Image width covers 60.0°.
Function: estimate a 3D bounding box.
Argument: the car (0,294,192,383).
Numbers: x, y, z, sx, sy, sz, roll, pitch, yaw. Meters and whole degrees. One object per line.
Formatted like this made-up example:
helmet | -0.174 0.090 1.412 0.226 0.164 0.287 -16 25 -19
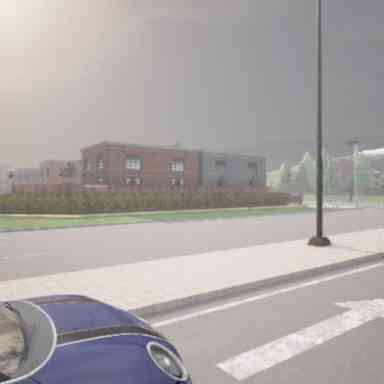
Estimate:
car | -2.177 1.355 2.193 4.553 1.767 2.097 0 0 -35
